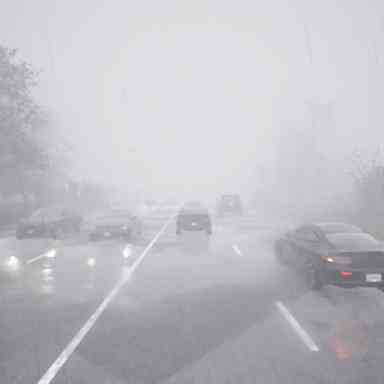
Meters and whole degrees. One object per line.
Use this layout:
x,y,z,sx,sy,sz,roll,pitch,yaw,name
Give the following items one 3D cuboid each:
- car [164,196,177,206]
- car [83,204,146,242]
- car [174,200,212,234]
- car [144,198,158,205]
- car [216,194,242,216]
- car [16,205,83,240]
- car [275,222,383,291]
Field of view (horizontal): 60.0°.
-3.556,1.515,56.829,1.837,1.490,4.892,0,0,1,car
-3.600,1.529,16.395,1.812,1.442,4.674,0,0,0,car
0.099,1.481,19.389,1.882,1.535,5.008,0,0,0,car
-7.052,1.611,56.830,1.895,1.301,4.718,0,0,1,car
3.599,1.227,32.849,2.150,2.045,5.566,0,0,0,car
-7.100,1.481,17.124,1.882,1.535,5.008,0,0,0,car
3.600,1.527,8.887,1.812,1.442,4.674,0,0,0,car
